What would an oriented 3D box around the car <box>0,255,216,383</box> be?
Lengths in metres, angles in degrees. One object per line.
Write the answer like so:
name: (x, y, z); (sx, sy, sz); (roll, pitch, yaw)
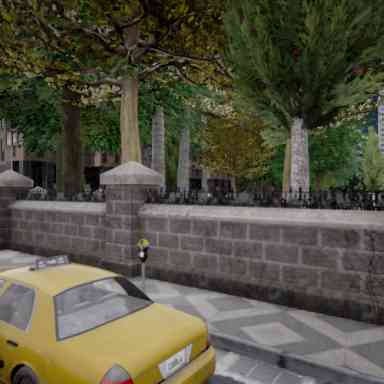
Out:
car: (-2.027, 1.525, 4.404); (4.829, 1.417, 1.752); (0, 0, 35)
